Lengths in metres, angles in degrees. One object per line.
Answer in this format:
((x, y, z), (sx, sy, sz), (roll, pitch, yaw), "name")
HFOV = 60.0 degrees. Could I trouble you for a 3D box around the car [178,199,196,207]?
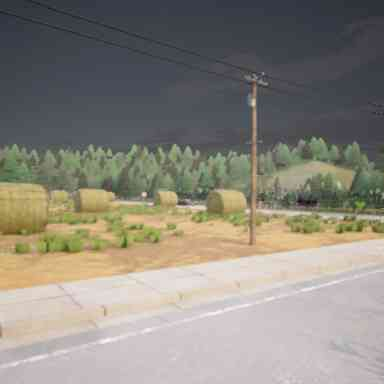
((-0.998, 1.984, 61.943), (1.812, 1.442, 4.674), (1, -1, -32), "car")
